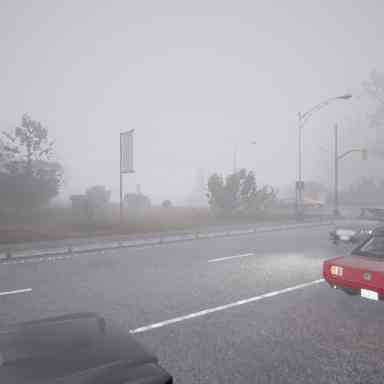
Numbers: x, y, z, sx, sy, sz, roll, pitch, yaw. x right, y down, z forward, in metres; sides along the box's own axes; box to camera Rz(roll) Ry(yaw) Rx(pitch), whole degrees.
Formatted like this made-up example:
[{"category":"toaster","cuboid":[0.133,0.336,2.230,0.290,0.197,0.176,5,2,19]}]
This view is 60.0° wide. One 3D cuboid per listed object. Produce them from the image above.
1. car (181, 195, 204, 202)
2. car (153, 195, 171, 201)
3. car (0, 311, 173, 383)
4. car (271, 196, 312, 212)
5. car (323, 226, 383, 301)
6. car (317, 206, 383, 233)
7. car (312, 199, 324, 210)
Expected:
[{"category":"car","cuboid":[0.009,1.276,65.720,2.033,1.411,5.357,-1,0,-38]},{"category":"car","cuboid":[-6.724,1.330,73.987,1.895,1.301,4.718,-1,0,-38]},{"category":"car","cuboid":[-2.399,1.601,2.024,4.718,1.301,1.895,0,0,-36]},{"category":"car","cuboid":[10.134,1.404,36.087,1.895,1.301,4.718,-1,0,-39]},{"category":"car","cuboid":[5.048,1.570,7.363,4.718,1.301,1.895,0,0,-36]},{"category":"car","cuboid":[7.652,1.417,13.774,4.902,1.511,2.128,-1,0,-36]},{"category":"car","cuboid":[12.758,1.252,38.410,1.882,1.535,5.008,-1,0,-39]}]
